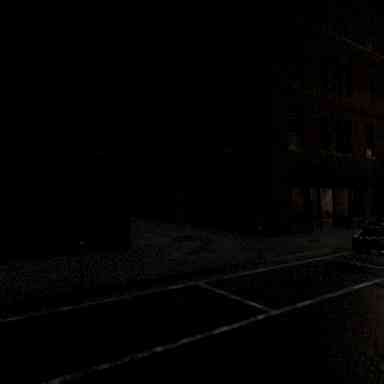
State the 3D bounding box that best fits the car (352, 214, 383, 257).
[{"bbox_3d":[7.637,1.461,12.139,4.097,1.590,1.967,0,-1,-36],"label":"car"}]
